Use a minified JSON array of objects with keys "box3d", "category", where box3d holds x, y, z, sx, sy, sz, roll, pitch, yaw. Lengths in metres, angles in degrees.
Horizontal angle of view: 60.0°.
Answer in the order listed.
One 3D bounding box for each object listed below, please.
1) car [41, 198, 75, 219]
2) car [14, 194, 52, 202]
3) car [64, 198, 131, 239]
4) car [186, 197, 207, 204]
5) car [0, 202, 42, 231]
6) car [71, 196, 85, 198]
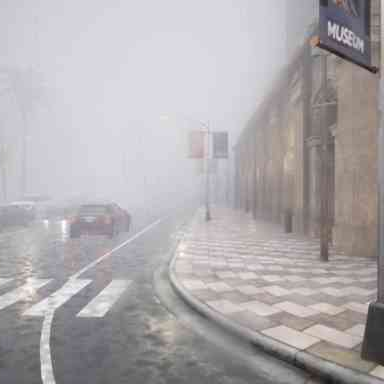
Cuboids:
[{"box3d":[-11.224,1.525,29.634,1.812,1.442,4.674,0,0,3],"category":"car"},{"box3d":[-14.692,1.221,30.529,2.150,2.045,5.566,0,0,3],"category":"car"},{"box3d":[-4.599,1.340,17.393,2.097,1.767,4.553,0,0,2],"category":"car"},{"box3d":[1.094,1.603,66.192,1.895,1.301,4.718,0,0,42],"category":"car"},{"box3d":[-11.603,1.547,20.213,2.033,1.411,5.357,0,0,2],"category":"car"},{"box3d":[-14.203,1.351,40.842,2.097,1.767,4.553,0,0,3],"category":"car"}]
